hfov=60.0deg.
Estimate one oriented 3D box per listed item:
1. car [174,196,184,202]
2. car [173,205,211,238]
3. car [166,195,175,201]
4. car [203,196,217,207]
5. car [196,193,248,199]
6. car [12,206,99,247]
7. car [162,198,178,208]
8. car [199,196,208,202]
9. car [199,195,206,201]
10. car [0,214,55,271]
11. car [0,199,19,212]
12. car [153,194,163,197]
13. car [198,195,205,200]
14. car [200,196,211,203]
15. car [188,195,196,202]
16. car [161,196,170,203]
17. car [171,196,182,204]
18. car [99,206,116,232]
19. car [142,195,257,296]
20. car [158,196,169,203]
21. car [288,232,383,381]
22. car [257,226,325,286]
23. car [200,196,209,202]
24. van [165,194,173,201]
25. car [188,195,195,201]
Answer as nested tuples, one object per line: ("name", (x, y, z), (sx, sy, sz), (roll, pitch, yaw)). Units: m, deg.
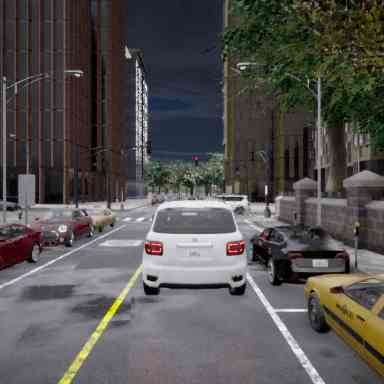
("car", (-3.044, 1.559, 77.315), (2.033, 1.411, 5.357), (0, 0, 0))
("car", (0.013, 1.527, 18.464), (1.812, 1.442, 4.674), (0, 0, 1))
("car", (-5.815, 1.585, 90.169), (2.008, 1.369, 4.403), (0, 0, 0))
("car", (2.732, 1.452, 52.111), (1.967, 1.590, 4.097), (0, 0, 0))
("car", (3.340, 1.319, 34.834), (5.566, 2.045, 2.150), (1, 0, 0))
("car", (-5.773, 1.441, 14.679), (1.967, 1.590, 4.097), (0, 0, 0))
("car", (-3.123, 1.574, 48.106), (1.994, 1.385, 4.181), (0, 0, 0))
("car", (2.717, 1.572, 79.298), (1.887, 1.381, 4.507), (0, 0, 0))
("car", (2.714, 1.556, 84.906), (1.752, 1.417, 4.829), (0, 0, 0))
("car", (-5.770, 1.545, 9.221), (1.887, 1.381, 4.507), (0, 0, 0))
("car", (-19.189, 1.203, 31.530), (5.357, 1.411, 2.033), (1, 0, -5))
("car", (-5.797, 1.329, 57.543), (2.192, 1.841, 5.009), (0, 0, 0))
("car", (2.707, 1.565, 95.781), (1.752, 1.417, 4.829), (0, 0, 0))
("car", (2.723, 1.571, 68.423), (2.008, 1.369, 4.403), (0, 0, 0))
("car", (-0.045, 1.551, 78.675), (1.812, 1.442, 4.674), (0, 0, 0))
("car", (-5.805, 1.549, 73.686), (1.752, 1.417, 4.829), (0, 0, 0))
("car", (-3.060, 1.583, 66.976), (1.994, 1.385, 4.181), (0, 0, 1))
("car", (-5.776, 1.527, 19.965), (1.752, 1.417, 4.829), (0, 0, 0))
("car", (0.061, 1.222, 8.819), (2.150, 2.045, 5.566), (0, 0, 0))
("car", (-5.802, 1.602, 68.418), (1.802, 1.307, 4.206), (0, 0, 0))
("car", (2.759, 1.525, 3.941), (1.752, 1.417, 4.829), (0, 0, 0))
("car", (2.756, 1.566, 9.228), (1.947, 1.339, 4.313), (0, 0, 0))
("car", (2.720, 1.568, 73.861), (1.887, 1.381, 4.507), (0, 0, 0))
("van", (-5.812, 1.372, 84.731), (1.690, 1.788, 3.998), (0, 0, 0))
("car", (-0.050, 1.534, 88.581), (1.837, 1.490, 4.892), (0, 0, 0))
